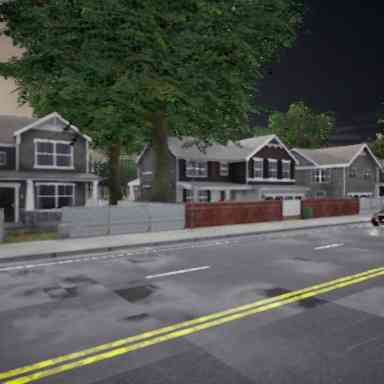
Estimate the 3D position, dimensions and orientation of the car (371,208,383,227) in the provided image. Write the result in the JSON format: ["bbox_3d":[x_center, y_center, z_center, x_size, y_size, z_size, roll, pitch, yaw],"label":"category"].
[{"bbox_3d":[13.167,1.499,21.063,4.181,1.385,1.994,0,0,-35],"label":"car"}]
